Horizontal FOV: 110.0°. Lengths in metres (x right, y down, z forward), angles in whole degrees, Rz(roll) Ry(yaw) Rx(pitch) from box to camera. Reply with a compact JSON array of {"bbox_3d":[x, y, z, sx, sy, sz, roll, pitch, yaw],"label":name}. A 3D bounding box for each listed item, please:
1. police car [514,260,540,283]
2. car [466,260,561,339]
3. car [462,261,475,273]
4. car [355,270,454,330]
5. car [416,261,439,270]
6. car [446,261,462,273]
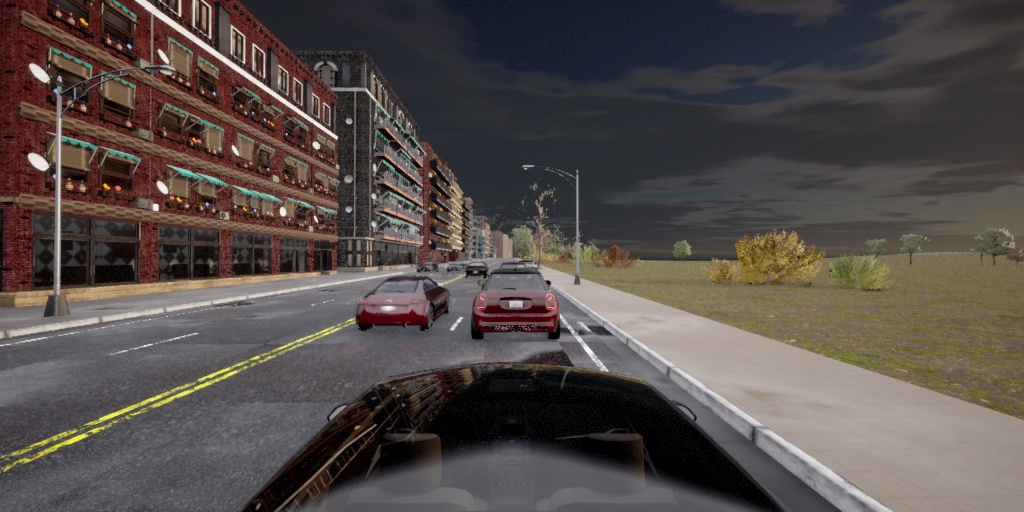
[{"bbox_3d":[1.104,1.179,29.464,1.930,1.638,5.238,0,0,0],"label":"police car"},{"bbox_3d":[0.082,1.104,10.196,2.097,1.767,4.553,0,0,0],"label":"car"},{"bbox_3d":[-3.189,1.231,33.876,1.882,1.535,5.008,0,0,0],"label":"car"},{"bbox_3d":[-3.164,1.315,11.170,1.994,1.385,4.181,0,0,0],"label":"car"},{"bbox_3d":[-9.899,1.317,42.461,1.994,1.385,4.181,0,0,0],"label":"car"},{"bbox_3d":[-6.650,1.317,43.288,1.994,1.385,4.181,0,0,0],"label":"car"}]
